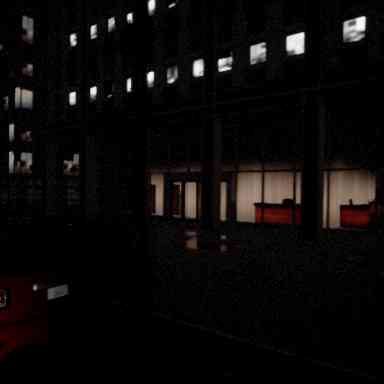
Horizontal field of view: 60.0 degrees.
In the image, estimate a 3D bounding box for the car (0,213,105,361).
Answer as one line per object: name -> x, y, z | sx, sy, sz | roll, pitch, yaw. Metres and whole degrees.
car -> -3.560, 1.272, 5.426 | 5.009, 1.841, 2.192 | 1, 1, 36
